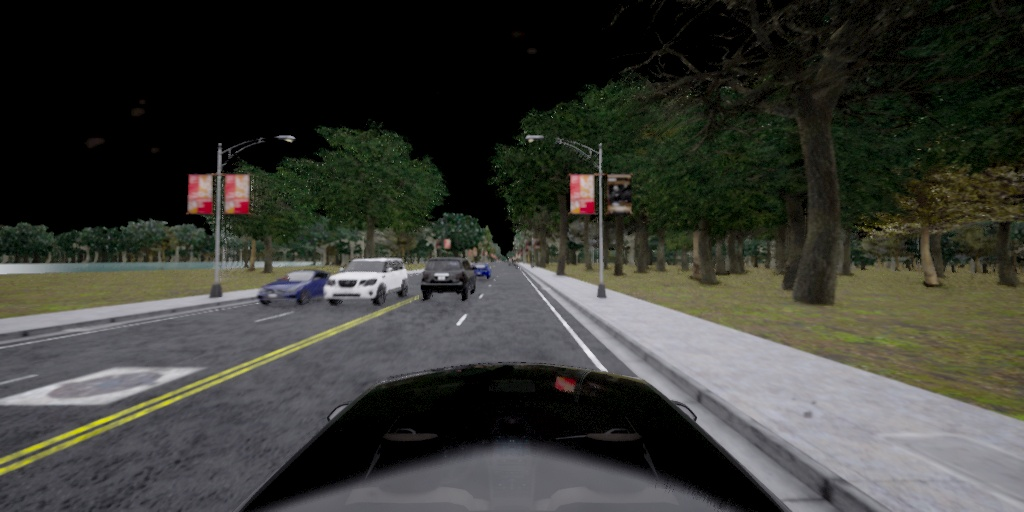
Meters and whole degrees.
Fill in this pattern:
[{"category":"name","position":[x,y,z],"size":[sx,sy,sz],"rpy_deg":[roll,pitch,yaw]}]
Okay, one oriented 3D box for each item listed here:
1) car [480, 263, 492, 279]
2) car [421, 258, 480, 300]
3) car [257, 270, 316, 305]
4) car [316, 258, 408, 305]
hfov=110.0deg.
[{"category":"car","position":[-3.173,1.515,36.927],"size":[1.882,1.535,5.008],"rpy_deg":[0,0,0]},{"category":"car","position":[-3.162,1.108,18.775],"size":[2.150,2.045,5.566],"rpy_deg":[0,-1,0]},{"category":"car","position":[-9.858,1.398,17.088],"size":[1.812,1.442,4.674],"rpy_deg":[0,0,0]},{"category":"car","position":[-6.608,1.094,17.033],"size":[2.150,2.045,5.566],"rpy_deg":[0,0,0]}]
